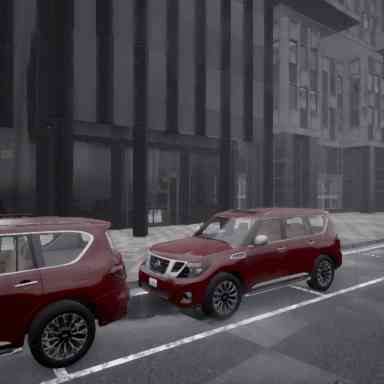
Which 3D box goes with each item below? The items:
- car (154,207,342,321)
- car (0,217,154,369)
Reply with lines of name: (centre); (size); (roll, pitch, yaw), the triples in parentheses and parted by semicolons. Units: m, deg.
car: (1.343, 1.314, 7.479); (5.009, 1.841, 2.192); (0, 0, -35)
car: (-3.254, 1.315, 4.211); (5.009, 1.841, 2.192); (0, 0, -35)
